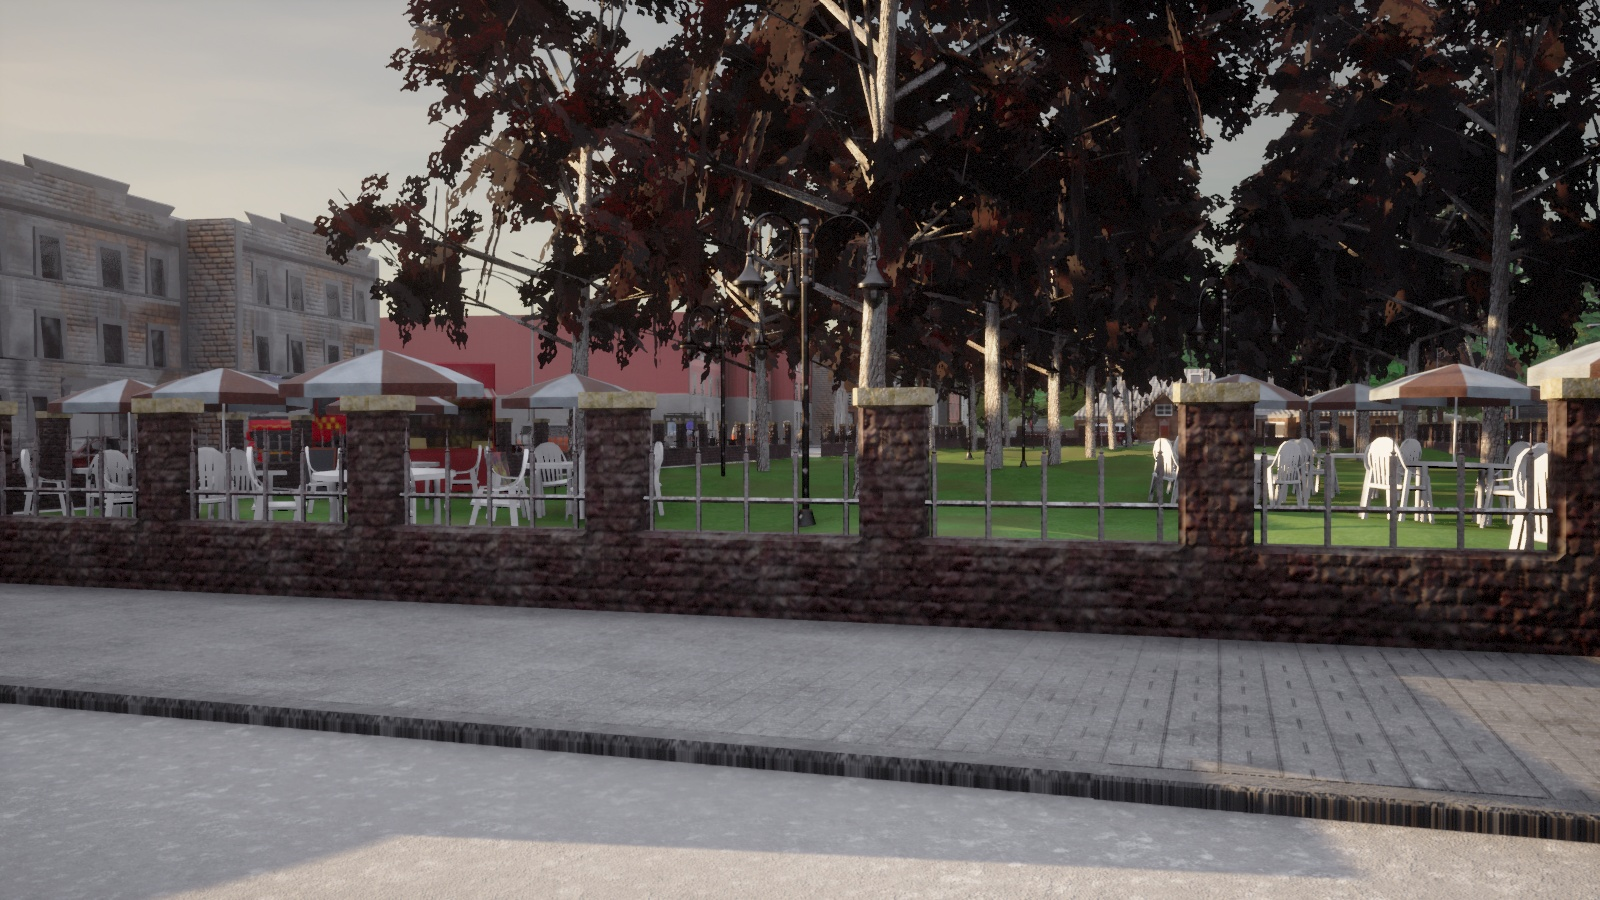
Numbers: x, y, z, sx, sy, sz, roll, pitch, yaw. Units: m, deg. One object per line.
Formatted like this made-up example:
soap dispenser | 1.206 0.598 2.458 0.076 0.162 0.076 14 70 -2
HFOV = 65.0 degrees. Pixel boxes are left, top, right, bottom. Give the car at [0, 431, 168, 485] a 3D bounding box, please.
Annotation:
car | -20.693 0.180 36.371 1.816 1.474 4.193 1 1 18

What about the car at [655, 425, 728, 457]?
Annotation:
car | -5.846 -0.511 68.335 2.152 1.651 5.027 1 1 19

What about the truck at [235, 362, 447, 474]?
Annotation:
truck | -17.018 -1.162 47.401 2.891 3.827 8.468 1 1 18

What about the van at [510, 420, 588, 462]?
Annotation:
van | -12.281 -0.454 61.679 1.775 1.987 4.442 1 1 18
